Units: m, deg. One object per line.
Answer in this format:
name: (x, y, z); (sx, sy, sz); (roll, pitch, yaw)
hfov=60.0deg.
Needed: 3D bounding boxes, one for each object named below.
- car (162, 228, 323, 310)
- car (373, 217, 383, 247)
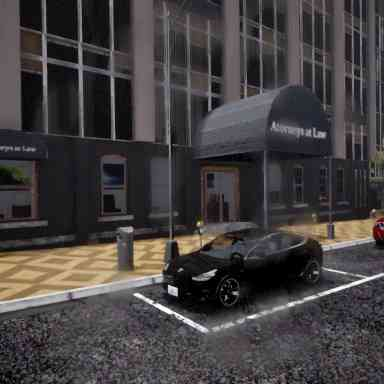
car: (1.360, 1.564, 7.838); (4.313, 1.339, 1.947); (0, -1, -37)
car: (9.633, 1.310, 14.045); (5.009, 1.841, 2.192); (0, -1, -37)
